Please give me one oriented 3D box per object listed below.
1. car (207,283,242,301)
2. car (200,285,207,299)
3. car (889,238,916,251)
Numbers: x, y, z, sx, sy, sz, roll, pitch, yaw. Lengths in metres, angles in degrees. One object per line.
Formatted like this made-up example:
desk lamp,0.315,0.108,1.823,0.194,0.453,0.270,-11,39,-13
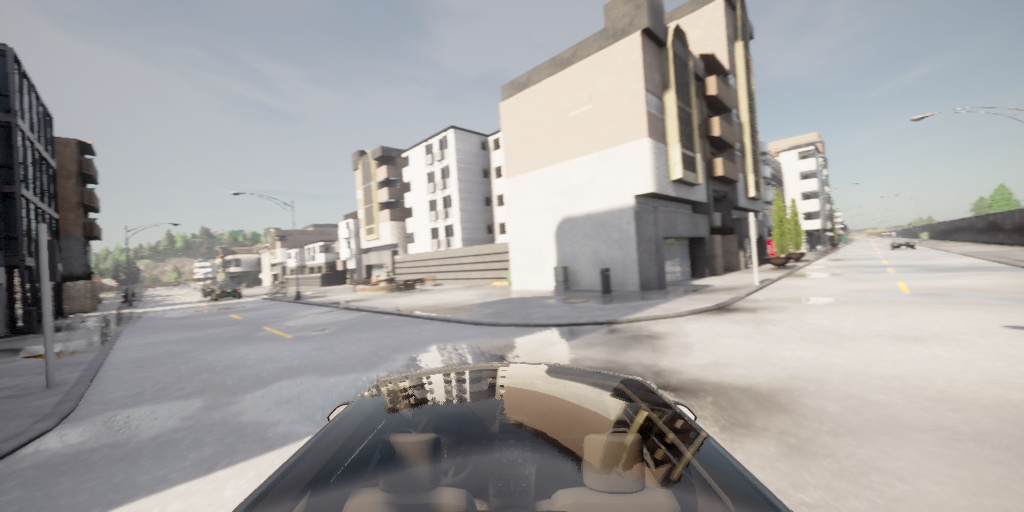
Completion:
car,-28.451,3.454,35.629,2.097,1.767,4.553,-3,-1,-45
car,-35.570,4.168,42.649,4.902,1.511,2.128,-4,-1,45
car,44.216,-1.337,40.670,1.895,1.301,4.718,-5,-1,45
